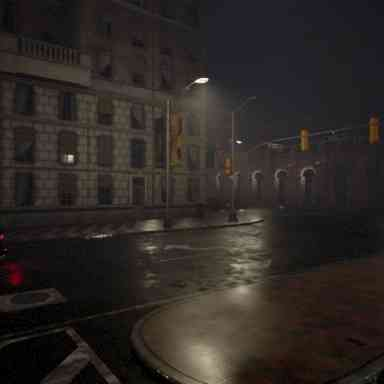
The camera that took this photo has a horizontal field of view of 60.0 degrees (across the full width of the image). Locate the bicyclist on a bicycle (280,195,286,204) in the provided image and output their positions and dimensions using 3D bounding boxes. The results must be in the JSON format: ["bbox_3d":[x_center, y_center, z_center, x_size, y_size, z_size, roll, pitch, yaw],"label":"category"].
[{"bbox_3d":[15.490,1.301,56.467,1.656,1.620,0.582,0,0,-36],"label":"bicyclist on a bicycle"}]

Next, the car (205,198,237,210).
[{"bbox_3d":[3.008,1.492,43.057,2.128,1.511,4.902,0,0,-36],"label":"car"}]

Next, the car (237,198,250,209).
[{"bbox_3d":[5.752,1.526,45.238,1.812,1.442,4.674,0,0,-36],"label":"car"}]

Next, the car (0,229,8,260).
[{"bbox_3d":[-7.486,1.491,8.477,4.902,1.511,2.128,0,0,-35],"label":"car"}]
